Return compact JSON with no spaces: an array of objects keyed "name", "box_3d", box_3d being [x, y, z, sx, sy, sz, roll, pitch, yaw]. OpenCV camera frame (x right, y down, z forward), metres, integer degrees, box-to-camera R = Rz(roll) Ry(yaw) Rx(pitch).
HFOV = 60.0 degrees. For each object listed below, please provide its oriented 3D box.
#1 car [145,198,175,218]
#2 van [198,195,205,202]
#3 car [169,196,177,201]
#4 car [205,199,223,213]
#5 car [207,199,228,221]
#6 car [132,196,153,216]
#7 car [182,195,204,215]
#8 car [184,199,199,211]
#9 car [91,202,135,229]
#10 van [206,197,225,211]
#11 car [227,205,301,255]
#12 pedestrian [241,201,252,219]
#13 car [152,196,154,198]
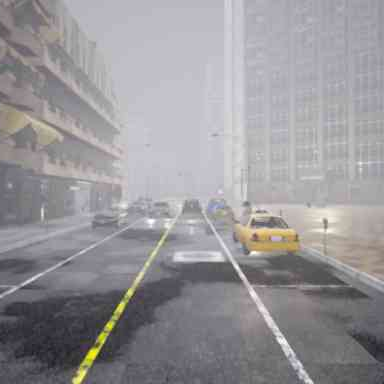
[{"name":"car","box_3d":[-2.895,1.600,30.998,1.812,1.442,4.674,0,0,0]},{"name":"van","box_3d":[2.397,1.652,87.686,1.690,1.788,3.998,0,0,0]},{"name":"car","box_3d":[-5.484,1.835,87.500,1.752,1.417,4.829,0,0,0]},{"name":"car","box_3d":[2.493,1.626,38.862,1.752,1.417,4.829,0,0,0]},{"name":"car","box_3d":[2.515,1.591,27.791,1.752,1.417,4.829,0,0,0]},{"name":"car","box_3d":[-5.374,1.521,33.134,1.967,1.590,4.097,0,0,0]},{"name":"car","box_3d":[-0.005,1.440,35.103,2.097,1.767,4.553,0,0,0]},{"name":"car","box_3d":[-0.087,1.646,44.418,1.812,1.442,4.674,0,0,0]},{"name":"car","box_3d":[-5.353,1.600,22.063,2.008,1.369,4.403,0,0,0]},{"name":"van","box_3d":[2.506,1.423,33.155,1.690,1.788,3.998,0,0,0]},{"name":"car","box_3d":[2.723,1.485,13.278,1.801,1.575,5.366,0,0,0]},{"name":"pedestrian","box_3d":[2.718,1.330,16.278,0.375,1.860,0.375,0,-1,0]},{"name":"car","box_3d":[-5.385,1.414,38.670,2.192,1.841,5.009,0,0,0]}]
